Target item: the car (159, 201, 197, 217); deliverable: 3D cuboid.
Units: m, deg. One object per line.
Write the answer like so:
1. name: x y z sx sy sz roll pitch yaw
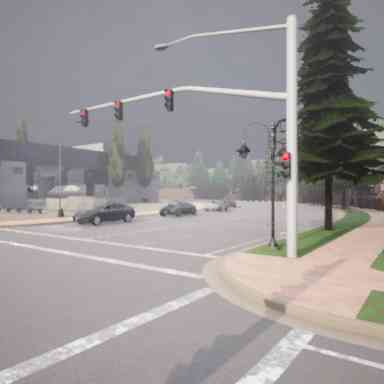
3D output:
1. car: -1.269 1.577 31.298 1.994 1.385 4.181 0 0 32

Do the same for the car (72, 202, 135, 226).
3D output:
1. car: -6.230 1.517 23.890 1.837 1.490 4.892 0 0 35

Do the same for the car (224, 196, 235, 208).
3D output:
1. car: 5.276 1.369 48.904 2.097 1.767 4.553 0 0 6

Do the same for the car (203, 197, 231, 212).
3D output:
1. car: 2.862 1.615 39.220 1.895 1.301 4.718 0 0 20
